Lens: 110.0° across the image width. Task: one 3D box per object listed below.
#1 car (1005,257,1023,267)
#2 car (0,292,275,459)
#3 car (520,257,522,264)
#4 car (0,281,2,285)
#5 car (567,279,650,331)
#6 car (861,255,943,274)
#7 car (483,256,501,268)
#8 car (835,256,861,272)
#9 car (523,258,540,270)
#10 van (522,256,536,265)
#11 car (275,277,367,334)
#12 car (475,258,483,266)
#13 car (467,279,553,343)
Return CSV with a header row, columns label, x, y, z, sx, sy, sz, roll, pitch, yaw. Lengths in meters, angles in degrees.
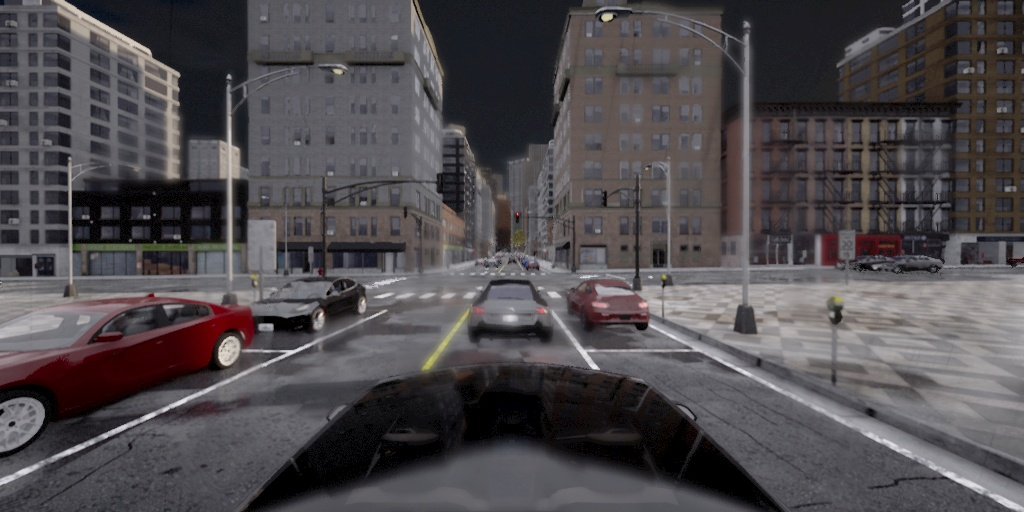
label,x,y,z,sx,sy,sz,roll,pitch,yaw
car,49.163,0.311,33.244,4.718,1.301,1.895,-1,0,0
car,-5.779,1.293,4.999,1.888,1.381,4.507,0,0,0
car,2.787,1.152,59.008,1.888,1.381,4.507,0,0,0
car,-37.131,1.442,23.185,5.566,2.045,2.150,-1,0,0
car,2.712,1.325,10.693,1.802,1.307,4.207,0,0,0
car,32.925,0.724,30.048,4.902,1.511,2.128,-1,0,0
car,-3.067,1.145,55.633,1.812,1.442,4.674,0,0,0
car,32.904,0.706,33.298,4.902,1.511,2.128,-1,0,0
car,2.759,1.230,47.905,1.802,1.307,4.207,0,0,0
van,2.773,0.968,53.457,1.690,1.789,3.998,0,0,0
car,-5.813,1.309,10.643,1.948,1.339,4.313,0,0,0
car,-5.724,1.165,64.589,1.802,1.307,4.207,0,0,0
car,-0.041,1.308,9.693,1.994,1.385,4.181,0,0,0
